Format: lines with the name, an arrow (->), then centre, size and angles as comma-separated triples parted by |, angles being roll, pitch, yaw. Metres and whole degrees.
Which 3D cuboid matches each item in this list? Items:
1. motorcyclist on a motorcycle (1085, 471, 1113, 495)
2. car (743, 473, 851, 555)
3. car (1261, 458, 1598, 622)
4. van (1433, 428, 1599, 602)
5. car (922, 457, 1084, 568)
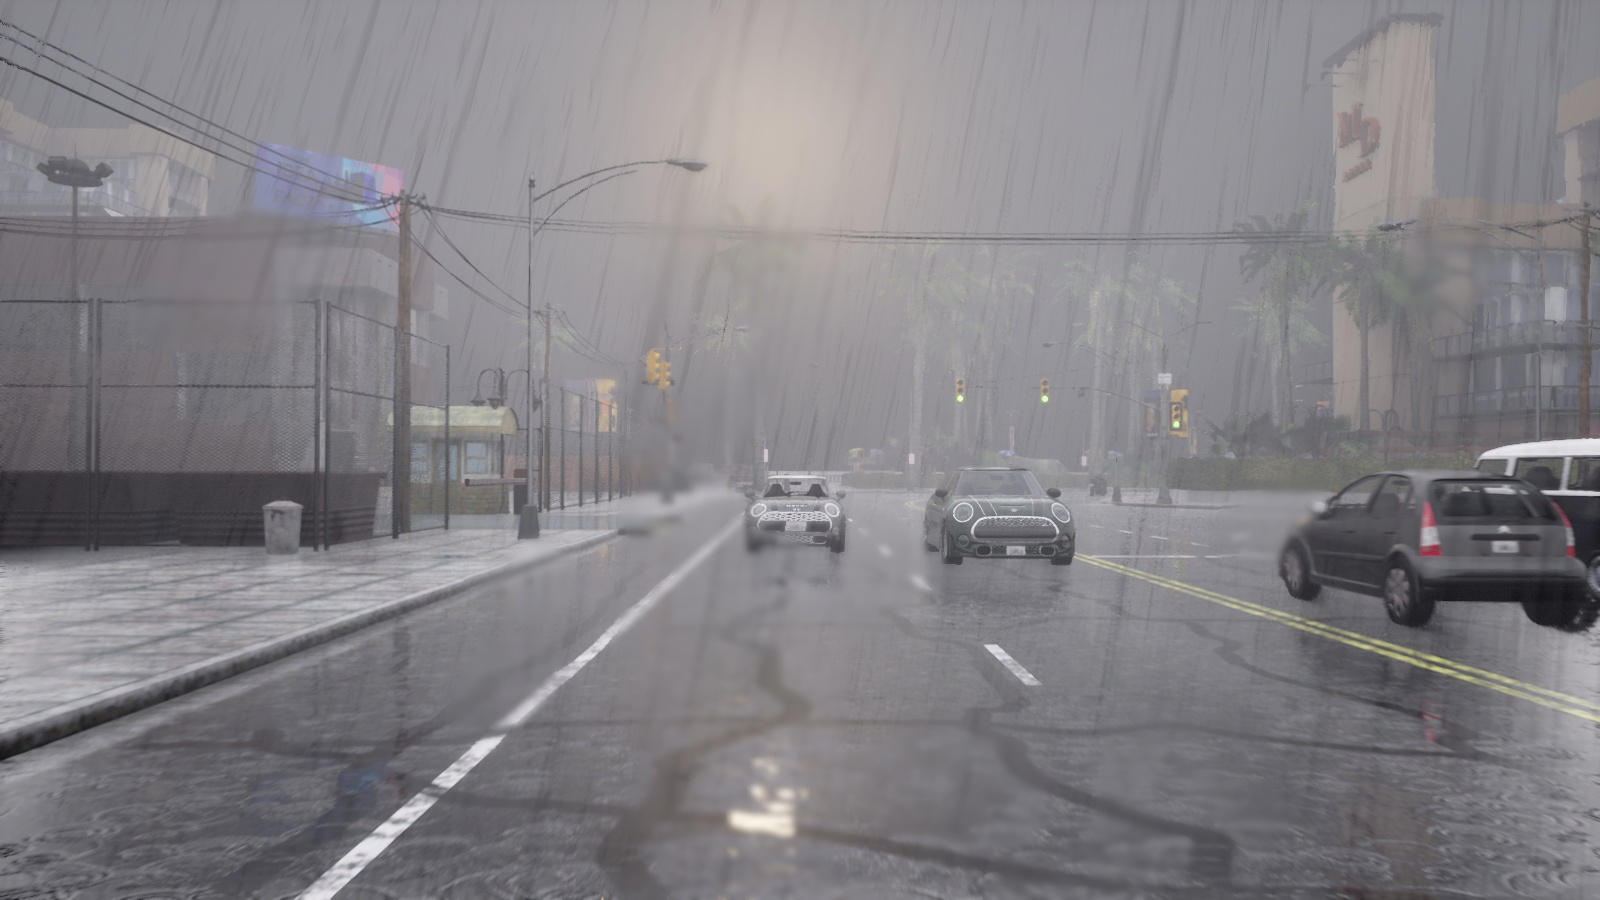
motorcyclist on a motorcycle -> 19.355, 2.131, 81.186 | 0.866, 1.530, 2.191 | -1, -1, 40
car -> -0.058, 1.194, 24.740 | 1.970, 1.475, 3.806 | 0, -1, 0
car -> 6.966, 0.927, 14.440 | 1.851, 1.617, 3.988 | 0, -1, 0
van -> 10.418, 0.774, 16.394 | 2.069, 2.038, 4.480 | 0, -1, 1
car -> 3.448, 1.031, 22.227 | 2.097, 1.767, 4.553 | 0, -1, 0
